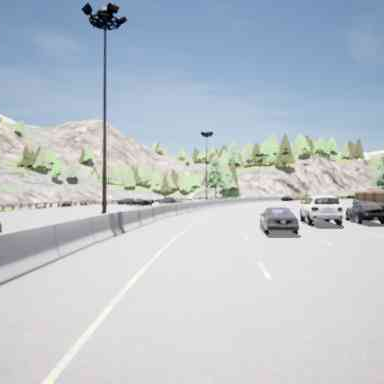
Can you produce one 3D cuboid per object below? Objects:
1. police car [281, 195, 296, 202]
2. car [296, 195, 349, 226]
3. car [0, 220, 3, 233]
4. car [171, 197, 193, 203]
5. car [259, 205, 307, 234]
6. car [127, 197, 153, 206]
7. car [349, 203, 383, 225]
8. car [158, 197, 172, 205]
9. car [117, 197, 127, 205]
[{"bbox_3d":[24.174,1.603,84.224,1.930,1.638,5.238,0,0,33],"label":"police car"},{"bbox_3d":[9.293,1.280,24.239,2.150,2.045,5.566,0,0,10],"label":"car"},{"bbox_3d":[-9.878,1.510,13.726,1.812,1.442,4.674,0,0,5],"label":"car"},{"bbox_3d":[-1.175,1.661,53.929,1.895,1.301,4.718,0,0,20],"label":"car"},{"bbox_3d":[5.027,1.587,19.565,2.033,1.411,5.357,0,0,8],"label":"car"},{"bbox_3d":[-8.303,1.639,54.771,1.895,1.301,4.718,0,0,19],"label":"car"},{"bbox_3d":[13.027,1.577,25.168,1.837,1.490,4.892,0,0,10],"label":"car"},{"bbox_3d":[-4.057,1.557,56.221,1.837,1.490,4.892,0,0,20],"label":"car"},{"bbox_3d":[-11.125,1.596,57.244,1.994,1.385,4.181,0,0,19],"label":"car"}]
